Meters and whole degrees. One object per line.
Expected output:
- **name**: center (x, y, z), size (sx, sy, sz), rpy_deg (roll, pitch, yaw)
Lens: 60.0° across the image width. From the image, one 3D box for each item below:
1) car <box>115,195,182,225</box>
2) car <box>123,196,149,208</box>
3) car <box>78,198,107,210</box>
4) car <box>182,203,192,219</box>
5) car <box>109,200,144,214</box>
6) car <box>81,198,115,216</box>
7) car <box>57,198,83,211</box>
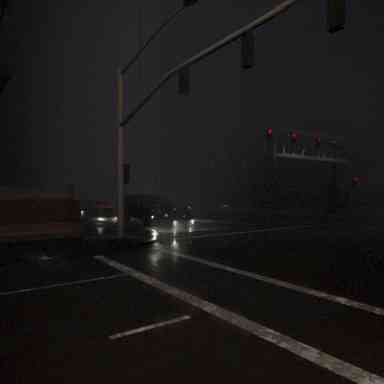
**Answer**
- **car**: center (-3.334, 1.222, 24.549), size (2.150, 2.045, 5.566), rpy_deg (0, 0, -36)
- **car**: center (-8.497, 1.477, 50.082), size (1.882, 1.535, 5.008), rpy_deg (0, 0, -36)
- **car**: center (-13.364, 1.547, 44.531), size (2.033, 1.411, 5.357), rpy_deg (0, 0, -36)
- **car**: center (-1.918, 1.352, 28.581), size (2.097, 1.767, 4.553), rpy_deg (0, 0, -36)
- **car**: center (-7.161, 1.601, 35.880), size (1.895, 1.301, 4.718), rpy_deg (0, 0, -36)
- **car**: center (-9.095, 1.478, 32.574), size (1.882, 1.535, 5.008), rpy_deg (0, 0, -36)
- **car**: center (-15.090, 1.526, 40.941), size (1.812, 1.442, 4.674), rpy_deg (0, 0, -35)
